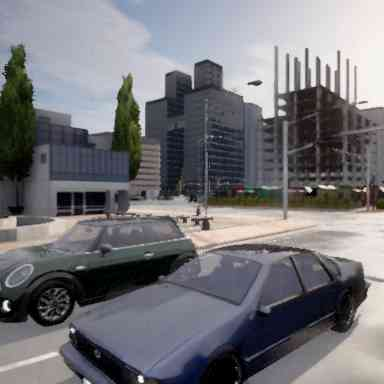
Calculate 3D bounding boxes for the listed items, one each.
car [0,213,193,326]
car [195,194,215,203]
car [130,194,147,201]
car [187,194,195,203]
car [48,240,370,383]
[{"bbox_3d":[-1.972,1.376,7.294,4.553,1.767,2.097,0,0,-43],"label":"car"},{"bbox_3d":[3.088,1.654,72.186,1.970,1.475,3.806,0,0,42],"label":"car"},{"bbox_3d":[-13.563,1.450,87.347,1.905,1.878,3.866,0,0,42],"label":"car"},{"bbox_3d":[0.957,1.419,74.147,1.905,1.878,3.866,0,0,42],"label":"car"},{"bbox_3d":[0.931,1.567,5.130,5.357,1.411,2.033,0,0,-43],"label":"car"}]
